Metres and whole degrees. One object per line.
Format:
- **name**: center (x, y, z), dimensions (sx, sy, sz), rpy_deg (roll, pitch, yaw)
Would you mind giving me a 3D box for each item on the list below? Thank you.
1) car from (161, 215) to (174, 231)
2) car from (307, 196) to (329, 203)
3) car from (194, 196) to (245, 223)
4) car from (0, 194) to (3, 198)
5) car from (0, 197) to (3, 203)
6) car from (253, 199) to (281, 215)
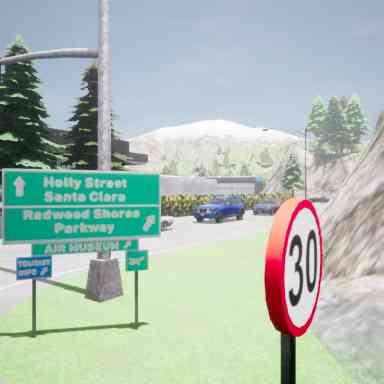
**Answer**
- **car**: center (-3.253, 1.792, 20.021), dimensions (1.895, 1.301, 4.718), rpy_deg (0, 0, 36)
- **car**: center (28.319, 1.717, 74.690), dimensions (2.128, 1.511, 4.902), rpy_deg (0, 0, -42)
- **car**: center (2.431, 1.413, 27.877), dimensions (2.150, 2.045, 5.566), rpy_deg (0, 0, 36)
- **car**: center (-38.725, 1.490, 69.883), dimensions (4.514, 1.523, 2.007), rpy_deg (0, 0, 35)
- **car**: center (-12.410, 1.505, 26.008), dimensions (1.905, 1.878, 3.866), rpy_deg (0, 0, 35)
- **car**: center (8.345, 1.544, 36.034), dimensions (2.097, 1.767, 4.553), rpy_deg (0, 0, 36)
